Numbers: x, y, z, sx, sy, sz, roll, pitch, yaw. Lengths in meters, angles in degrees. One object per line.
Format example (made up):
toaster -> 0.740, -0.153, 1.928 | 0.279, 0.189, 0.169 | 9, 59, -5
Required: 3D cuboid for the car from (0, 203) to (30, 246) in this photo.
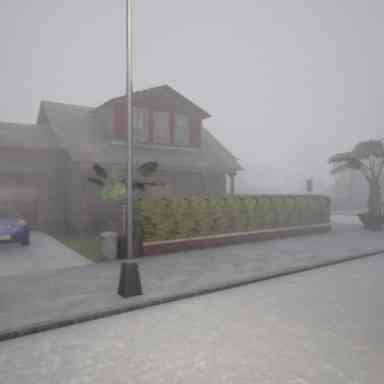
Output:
car -> -7.220, 1.168, 12.306 | 1.845, 1.501, 3.633 | 0, 0, -38
